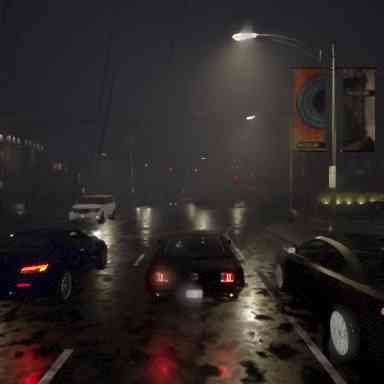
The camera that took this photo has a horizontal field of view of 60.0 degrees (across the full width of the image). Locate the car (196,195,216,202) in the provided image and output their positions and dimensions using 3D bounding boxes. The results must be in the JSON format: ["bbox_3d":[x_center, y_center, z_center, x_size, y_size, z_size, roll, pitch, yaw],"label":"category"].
[{"bbox_3d":[3.366,1.478,78.644,1.882,1.535,5.008,0,0,40],"label":"car"}]

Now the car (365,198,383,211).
[{"bbox_3d":[23.494,1.491,40.136,4.902,1.511,2.128,0,0,0],"label":"car"}]

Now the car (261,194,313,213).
[{"bbox_3d":[10.476,1.222,36.946,5.566,2.045,2.150,0,0,7],"label":"car"}]

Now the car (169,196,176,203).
[{"bbox_3d":[-2.705,1.548,69.223,2.033,1.411,5.357,0,0,26],"label":"car"}]

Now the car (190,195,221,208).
[{"bbox_3d":[1.903,1.526,48.176,1.812,1.442,4.674,-1,0,-24],"label":"car"}]

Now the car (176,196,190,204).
[{"bbox_3d":[-0.927,1.525,63.701,1.812,1.442,4.674,0,0,19],"label":"car"}]

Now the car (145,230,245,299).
[{"bbox_3d":[0.069,1.601,8.375,1.895,1.301,4.718,0,0,1],"label":"car"}]

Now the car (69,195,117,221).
[{"bbox_3d":[-7.095,1.221,24.396,2.150,2.045,5.566,0,0,0],"label":"car"}]

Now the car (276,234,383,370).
[{"bbox_3d":[2.904,1.480,5.910,2.097,1.535,5.008,0,0,0],"label":"car"}]

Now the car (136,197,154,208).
[{"bbox_3d":[-6.889,1.526,49.097,1.812,1.442,4.674,0,0,2],"label":"car"}]

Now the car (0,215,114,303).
[{"bbox_3d":[-3.434,1.526,8.052,1.812,1.442,4.674,0,0,0],"label":"car"}]

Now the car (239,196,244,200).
[{"bbox_3d":[14.776,1.539,88.281,5.357,1.411,2.033,0,0,-32],"label":"car"}]

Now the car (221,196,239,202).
[{"bbox_3d":[7.693,1.595,72.853,1.895,1.301,4.718,0,0,40],"label":"car"}]
